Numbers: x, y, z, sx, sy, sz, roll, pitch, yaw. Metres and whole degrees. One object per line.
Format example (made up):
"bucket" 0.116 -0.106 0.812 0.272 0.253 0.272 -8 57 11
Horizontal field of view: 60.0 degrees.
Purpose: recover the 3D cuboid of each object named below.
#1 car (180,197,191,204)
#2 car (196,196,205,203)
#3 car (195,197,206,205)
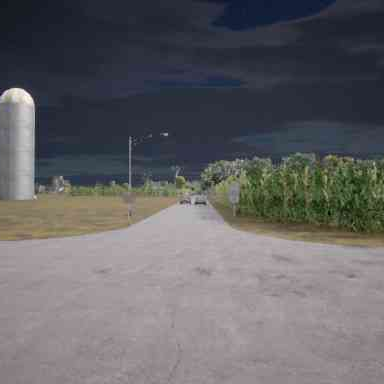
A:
"car" -1.159 1.543 61.923 1.994 1.385 4.181 0 0 1
"car" 1.737 1.574 67.717 1.895 1.301 4.718 0 0 1
"car" 1.486 1.546 57.684 1.994 1.385 4.181 0 0 1
